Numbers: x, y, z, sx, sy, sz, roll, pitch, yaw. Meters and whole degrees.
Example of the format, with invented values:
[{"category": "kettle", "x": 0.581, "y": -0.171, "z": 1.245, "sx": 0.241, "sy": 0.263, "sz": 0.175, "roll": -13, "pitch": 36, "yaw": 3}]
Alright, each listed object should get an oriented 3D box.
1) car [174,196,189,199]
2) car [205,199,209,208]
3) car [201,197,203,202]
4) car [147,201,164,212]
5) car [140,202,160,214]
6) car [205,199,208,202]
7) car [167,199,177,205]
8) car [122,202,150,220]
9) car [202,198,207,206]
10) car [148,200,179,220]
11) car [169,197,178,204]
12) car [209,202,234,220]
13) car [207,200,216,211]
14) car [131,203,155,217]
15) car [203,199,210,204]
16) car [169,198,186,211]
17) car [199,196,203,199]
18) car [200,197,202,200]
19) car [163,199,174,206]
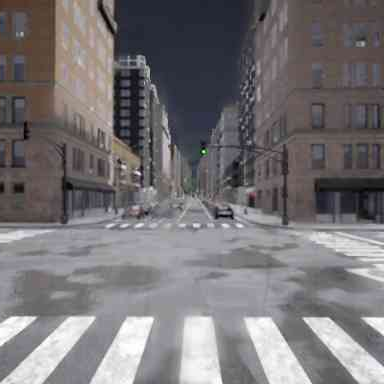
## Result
[{"category": "car", "x": -2.227, "y": 2.120, "z": 67.255, "sx": 2.128, "sy": 1.511, "sz": 4.902, "roll": 0, "pitch": -1, "yaw": 1}, {"category": "car", "x": 3.136, "y": 1.987, "z": 42.881, "sx": 2.008, "sy": 1.369, "sz": 4.403, "roll": 1, "pitch": -1, "yaw": 1}, {"category": "car", "x": 3.492, "y": 2.262, "z": 70.530, "sx": 2.008, "sy": 1.369, "sz": 4.403, "roll": 1, "pitch": -1, "yaw": 1}, {"category": "car", "x": -5.318, "y": 2.039, "z": 48.512, "sx": 1.887, "sy": 1.381, "sz": 4.507, "roll": 1, "pitch": -1, "yaw": 1}, {"category": "car", "x": -5.389, "y": 1.990, "z": 42.983, "sx": 2.008, "sy": 1.369, "sz": 4.403, "roll": 1, "pitch": -1, "yaw": 1}, {"category": "car", "x": 3.207, "y": 2.037, "z": 48.411, "sx": 1.887, "sy": 1.381, "sz": 4.507, "roll": 1, "pitch": -1, "yaw": 1}, {"category": "car", "x": -4.890, "y": 2.388, "z": 81.683, "sx": 1.947, "sy": 1.339, "sz": 4.313, "roll": 1, "pitch": -1, "yaw": 1}, {"category": "car", "x": -5.532, "y": 1.910, "z": 31.926, "sx": 1.802, "sy": 1.307, "sz": 4.206, "roll": 1, "pitch": -1, "yaw": 1}, {"category": "car", "x": 3.349, "y": 2.168, "z": 59.470, "sx": 1.947, "sy": 1.339, "sz": 4.313, "roll": 1, "pitch": -1, "yaw": 1}, {"category": "car", "x": -2.738, "y": 1.837, "z": 32.497, "sx": 1.837, "sy": 1.490, "sz": 4.892, "roll": 0, "pitch": 0, "yaw": 4}, {"category": "car", "x": -4.817, "y": 2.191, "z": 87.214, "sx": 2.192, "sy": 1.841, "sz": 5.009, "roll": 1, "pitch": -1, "yaw": 1}, {"category": "car", "x": 2.993, "y": 1.891, "z": 31.820, "sx": 1.947, "sy": 1.339, "sz": 4.313, "roll": 1, "pitch": -1, "yaw": 1}, {"category": "car", "x": 3.065, "y": 1.926, "z": 37.351, "sx": 1.887, "sy": 1.381, "sz": 4.507, "roll": 1, "pitch": -1, "yaw": 1}, {"category": "car", "x": -5.461, "y": 1.949, "z": 37.455, "sx": 1.947, "sy": 1.339, "sz": 4.313, "roll": 1, "pitch": -1, "yaw": 1}, {"category": "car", "x": 3.705, "y": 2.456, "z": 87.120, "sx": 1.802, "sy": 1.307, "sz": 4.206, "roll": 1, "pitch": -1, "yaw": 1}, {"category": "car", "x": -2.501, "y": 2.005, "z": 50.323, "sx": 2.128, "sy": 1.511, "sz": 4.902, "roll": 0, "pitch": -1, "yaw": 1}, {"category": "car", "x": 3.777, "y": 2.494, "z": 92.651, "sx": 1.947, "sy": 1.339, "sz": 4.313, "roll": 1, "pitch": -1, "yaw": 1}, {"category": "car", "x": 3.634, "y": 2.385, "z": 81.590, "sx": 1.947, "sy": 1.339, "sz": 4.313, "roll": 1, "pitch": -1, "yaw": 1}, {"category": "car", "x": -5.033, "y": 2.279, "z": 70.626, "sx": 1.947, "sy": 1.339, "sz": 4.313, "roll": 1, "pitch": -1, "yaw": 1}]
